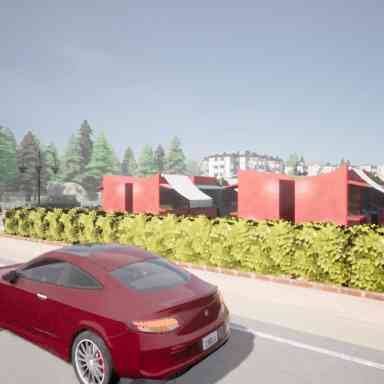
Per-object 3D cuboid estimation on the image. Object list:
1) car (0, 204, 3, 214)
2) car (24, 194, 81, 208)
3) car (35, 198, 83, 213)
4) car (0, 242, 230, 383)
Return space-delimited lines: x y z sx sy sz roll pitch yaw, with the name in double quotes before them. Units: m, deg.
"car" -20.748 1.407 31.727 2.097 1.767 4.553 0 0 36
"car" -14.477 1.277 34.375 2.150 2.045 5.566 0 0 36
"car" -15.478 1.533 38.927 1.882 1.535 5.008 0 0 36
"car" -1.649 1.526 5.171 4.674 1.442 1.812 0 0 36
